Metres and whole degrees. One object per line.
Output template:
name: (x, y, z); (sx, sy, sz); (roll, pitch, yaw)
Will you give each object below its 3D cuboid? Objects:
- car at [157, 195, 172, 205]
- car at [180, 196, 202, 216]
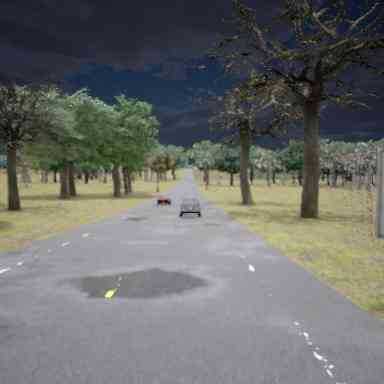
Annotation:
car: (-3.754, 1.094, 45.637); (1.895, 1.301, 4.718); (0, 1, 0)
car: (-0.124, 1.323, 29.196); (2.033, 1.411, 5.357); (0, 1, 0)
